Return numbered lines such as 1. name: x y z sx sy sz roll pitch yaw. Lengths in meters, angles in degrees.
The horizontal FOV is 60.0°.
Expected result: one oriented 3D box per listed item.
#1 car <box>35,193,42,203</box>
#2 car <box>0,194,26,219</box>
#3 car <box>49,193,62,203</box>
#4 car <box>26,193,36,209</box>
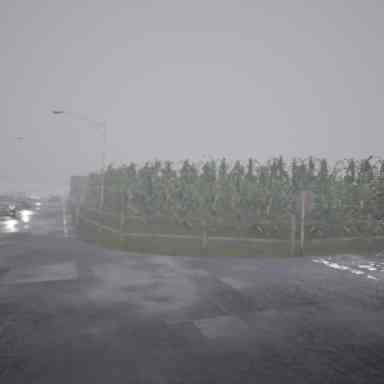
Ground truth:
1. car: -23.878 0.835 50.466 1.812 1.442 4.674 2 0 -21
2. car: -13.784 0.953 24.310 2.097 1.767 4.553 2 0 -21
3. car: -21.813 0.903 53.036 1.812 1.442 4.674 2 0 -21
4. car: -18.123 1.079 35.451 1.895 1.301 4.718 2 0 -21
